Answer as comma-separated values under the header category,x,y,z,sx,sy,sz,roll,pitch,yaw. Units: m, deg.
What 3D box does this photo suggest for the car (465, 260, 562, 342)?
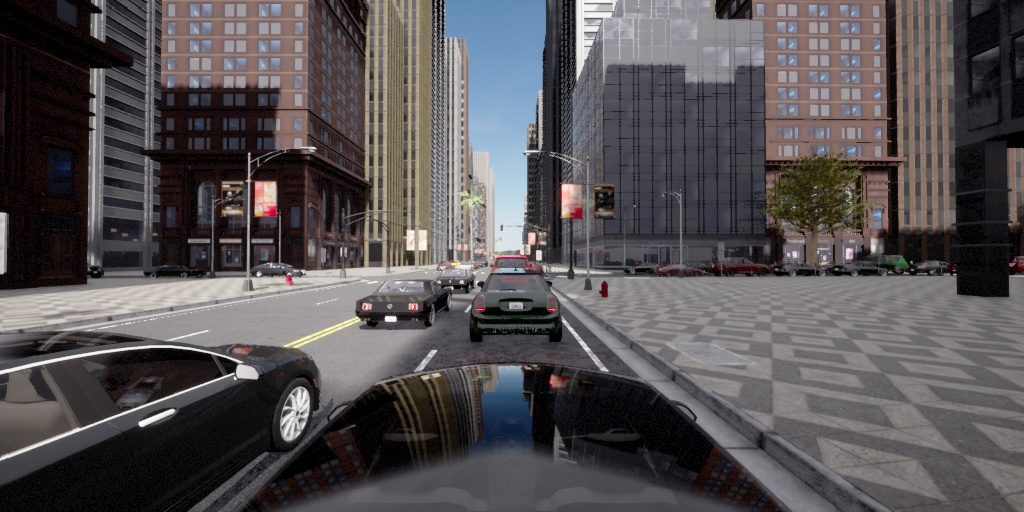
category,x,y,z,sx,sy,sz,roll,pitch,yaw
car,0.081,1.109,9.940,2.097,1.767,4.553,0,0,0

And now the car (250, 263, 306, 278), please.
category,x,y,z,sx,sy,sz,roll,pitch,yaw
car,-22.716,1.419,34.914,4.902,1.511,2.128,0,-1,0

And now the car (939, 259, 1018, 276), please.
category,x,y,z,sx,sy,sz,roll,pitch,yaw
car,43.442,1.215,33.452,4.507,1.381,1.888,0,0,-1

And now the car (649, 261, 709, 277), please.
category,x,y,z,sx,sy,sz,roll,pitch,yaw
car,15.254,1.328,32.958,4.207,1.307,1.802,0,0,-1

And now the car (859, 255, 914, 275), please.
category,x,y,z,sx,sy,sz,roll,pitch,yaw
car,39.594,0.968,39.111,5.566,2.045,2.150,0,-1,1

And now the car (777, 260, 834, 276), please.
category,x,y,z,sx,sy,sz,roll,pitch,yaw
car,26.530,1.276,33.155,4.313,1.339,1.948,0,0,-1

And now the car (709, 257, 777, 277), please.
category,x,y,z,sx,sy,sz,roll,pitch,yaw
car,20.893,1.042,33.057,5.009,1.841,2.192,0,0,-1

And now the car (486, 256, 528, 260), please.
category,x,y,z,sx,sy,sz,roll,pitch,yaw
car,-0.036,1.003,19.461,2.150,2.045,5.566,0,0,0

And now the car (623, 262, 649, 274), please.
category,x,y,z,sx,sy,sz,roll,pitch,yaw
car,15.107,1.413,41.482,4.313,1.339,1.948,0,0,-1

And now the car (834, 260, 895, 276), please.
category,x,y,z,sx,sy,sz,roll,pitch,yaw
car,32.166,1.261,33.254,4.313,1.339,1.948,0,0,-1

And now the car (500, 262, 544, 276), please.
category,x,y,z,sx,sy,sz,roll,pitch,yaw
car,1.024,1.390,38.455,4.674,1.442,1.812,0,-1,-1

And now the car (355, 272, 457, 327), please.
category,x,y,z,sx,sy,sz,roll,pitch,yaw
car,-3.168,1.361,11.587,1.895,1.301,4.718,0,0,0

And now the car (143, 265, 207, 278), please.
category,x,y,z,sx,sy,sz,roll,pitch,yaw
car,-32.663,1.573,34.903,4.718,1.301,1.895,0,-1,0

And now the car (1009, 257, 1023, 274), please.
category,x,y,z,sx,sy,sz,roll,pitch,yaw
car,49.081,0.974,33.550,5.009,1.841,2.192,0,0,-1

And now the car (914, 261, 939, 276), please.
category,x,y,z,sx,sy,sz,roll,pitch,yaw
car,42.522,1.229,36.067,4.674,1.442,1.812,0,-1,-1

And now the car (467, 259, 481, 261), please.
category,x,y,z,sx,sy,sz,roll,pitch,yaw
car,-6.694,1.635,61.067,1.895,1.301,4.718,0,0,0

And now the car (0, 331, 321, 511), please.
category,x,y,z,sx,sy,sz,roll,pitch,yaw
car,-3.151,1.255,2.267,1.837,1.490,4.892,0,0,0

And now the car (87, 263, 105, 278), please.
category,x,y,z,sx,sy,sz,roll,pitch,yaw
car,-43.300,1.242,34.899,5.566,2.045,2.150,0,-1,0

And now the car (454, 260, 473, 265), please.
category,x,y,z,sx,sy,sz,roll,pitch,yaw
car,-6.696,1.571,51.903,1.895,1.301,4.718,0,0,0

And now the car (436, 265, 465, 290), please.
category,x,y,z,sx,sy,sz,roll,pitch,yaw
car,-3.189,1.388,20.756,1.895,1.301,4.718,0,0,0

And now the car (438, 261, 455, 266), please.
category,x,y,z,sx,sy,sz,roll,pitch,yaw
car,-9.942,1.504,53.158,1.812,1.442,4.674,0,0,-3

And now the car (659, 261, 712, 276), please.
category,x,y,z,sx,sy,sz,roll,pitch,yaw
car,18.687,1.306,38.793,4.892,1.490,1.837,0,-1,-1
